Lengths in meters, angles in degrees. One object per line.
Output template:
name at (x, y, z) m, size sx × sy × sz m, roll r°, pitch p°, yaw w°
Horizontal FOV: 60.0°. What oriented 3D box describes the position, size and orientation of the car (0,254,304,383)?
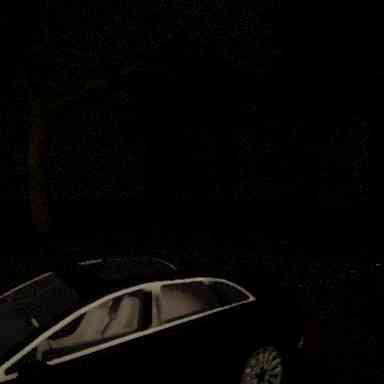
car at (-0.941, 1.490, 3.318) m, size 4.902 × 1.511 × 2.128 m, roll 0°, pitch 0°, yaw -35°
